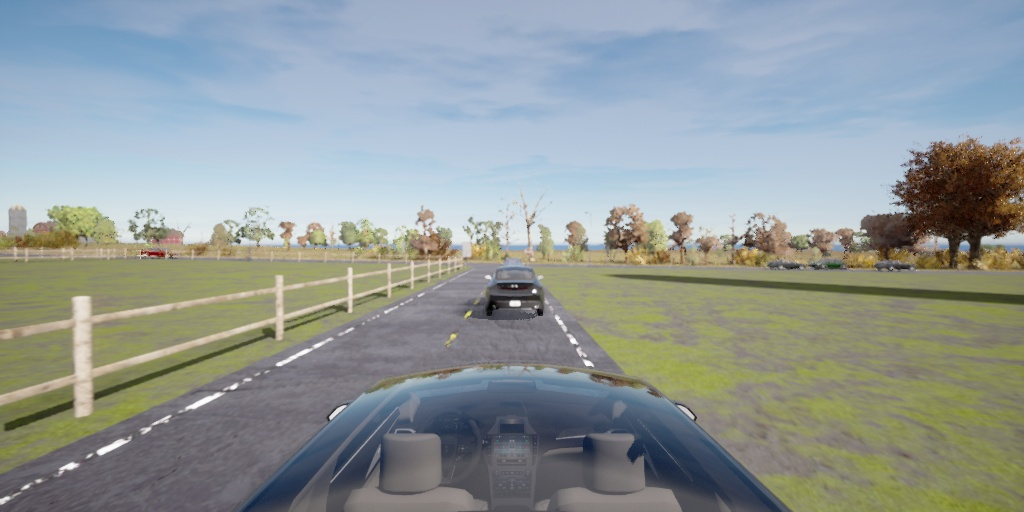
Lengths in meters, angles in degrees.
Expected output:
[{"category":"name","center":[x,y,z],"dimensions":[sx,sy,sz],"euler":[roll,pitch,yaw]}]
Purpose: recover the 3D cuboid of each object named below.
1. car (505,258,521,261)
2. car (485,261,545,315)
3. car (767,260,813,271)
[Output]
[{"category":"car","center":[0.070,0.871,30.281],"dimensions":[2.033,1.411,5.357],"euler":[0,1,0]},{"category":"car","center":[0.088,1.088,12.708],"dimensions":[1.837,1.490,4.892],"euler":[0,1,0]},{"category":"car","center":[39.056,1.262,51.001],"dimensions":[4.902,1.511,2.128],"euler":[1,2,0]}]
